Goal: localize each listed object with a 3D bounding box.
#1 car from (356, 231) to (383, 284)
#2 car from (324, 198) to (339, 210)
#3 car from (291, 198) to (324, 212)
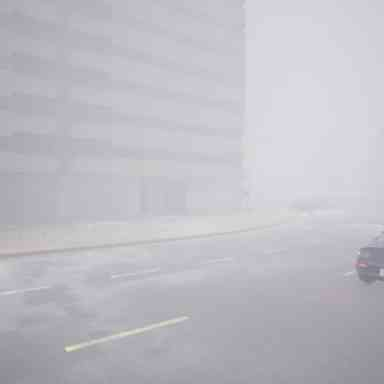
[{"bbox_3d":[5.871,1.529,8.436,4.674,1.442,1.812,0,0,-39],"label":"car"},{"bbox_3d":[16.739,1.517,42.272,1.837,1.490,4.892,1,0,-5],"label":"car"},{"bbox_3d":[13.381,1.489,39.550,1.882,1.535,5.008,0,0,-2],"label":"car"}]
